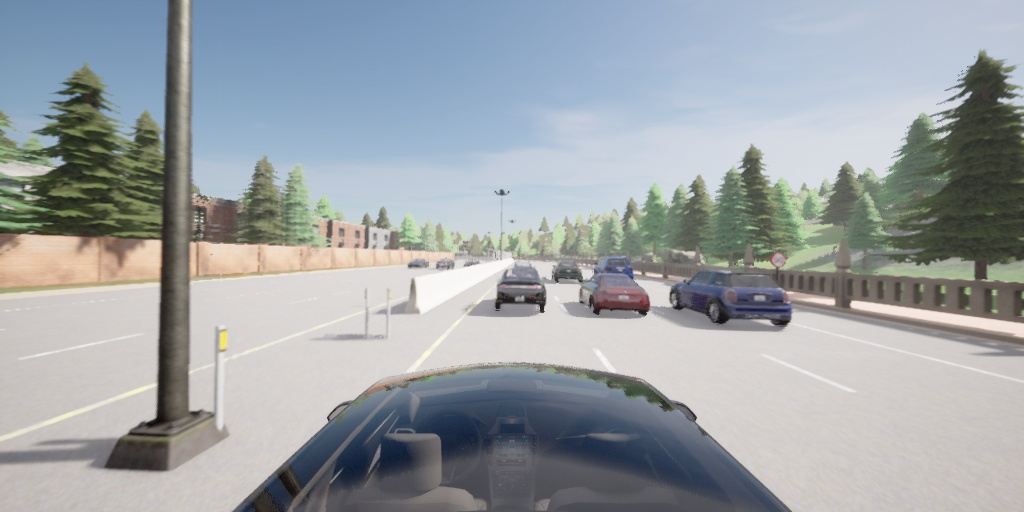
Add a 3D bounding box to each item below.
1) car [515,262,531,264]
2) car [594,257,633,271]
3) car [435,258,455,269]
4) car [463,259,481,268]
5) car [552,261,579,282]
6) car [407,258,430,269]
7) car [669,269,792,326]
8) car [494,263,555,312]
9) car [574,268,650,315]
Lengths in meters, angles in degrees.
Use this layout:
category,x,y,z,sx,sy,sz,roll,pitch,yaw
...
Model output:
category,x,y,z,sx,sy,sz,roll,pitch,yaw
car,0.896,1.228,29.597,2.128,1.511,4.902,1,0,2
car,7.850,1.092,28.216,2.150,2.045,5.566,1,0,3
car,-9.067,1.016,48.943,2.128,1.511,4.902,1,0,2
car,-5.529,1.156,49.841,1.994,1.385,4.181,1,0,2
car,4.383,1.153,29.163,2.097,1.767,4.553,1,0,2
car,-12.579,1.007,48.684,2.033,1.411,5.357,1,0,2
car,7.295,1.231,12.552,2.097,1.767,4.553,1,0,2
car,0.358,1.234,14.349,2.128,1.511,4.902,1,0,2
car,3.849,1.371,14.081,1.994,1.385,4.181,1,0,2
